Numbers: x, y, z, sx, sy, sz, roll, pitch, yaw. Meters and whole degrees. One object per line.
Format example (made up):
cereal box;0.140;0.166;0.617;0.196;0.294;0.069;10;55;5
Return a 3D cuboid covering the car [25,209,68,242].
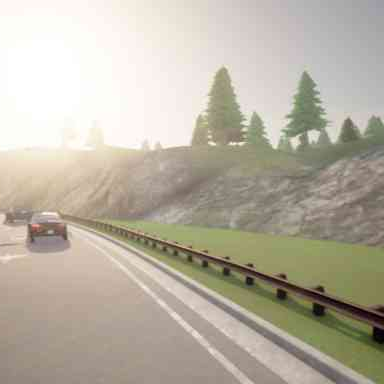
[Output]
car;-8.234;1.891;18.849;1.812;1.442;4.674;-1;-1;-28

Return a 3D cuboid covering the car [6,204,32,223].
car;-17.021;2.033;32.978;2.097;1.767;4.553;-1;-1;-35
